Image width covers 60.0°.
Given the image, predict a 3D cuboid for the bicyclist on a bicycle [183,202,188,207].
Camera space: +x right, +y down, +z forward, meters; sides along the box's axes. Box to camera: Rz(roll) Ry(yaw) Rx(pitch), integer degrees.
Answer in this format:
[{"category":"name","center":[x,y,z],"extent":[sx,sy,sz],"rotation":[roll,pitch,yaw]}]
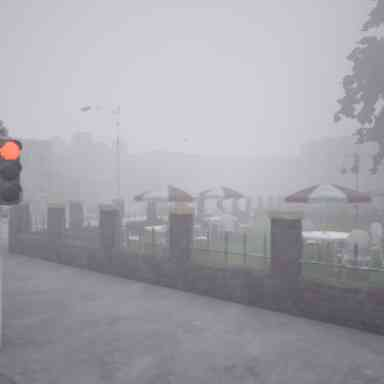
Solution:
[{"category":"bicyclist on a bicycle","center":[-0.651,1.315,22.393],"extent":[1.656,1.620,0.582],"rotation":[0,0,35]}]

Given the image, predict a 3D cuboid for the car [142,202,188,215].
[{"category":"car","center":[-2.665,1.181,34.110],"extent":[2.150,2.045,5.566],"rotation":[0,0,35]}]

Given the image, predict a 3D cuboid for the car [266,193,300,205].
[{"category":"car","center":[13.675,1.190,48.406],"extent":[5.566,2.045,2.150],"rotation":[0,0,3]}]
